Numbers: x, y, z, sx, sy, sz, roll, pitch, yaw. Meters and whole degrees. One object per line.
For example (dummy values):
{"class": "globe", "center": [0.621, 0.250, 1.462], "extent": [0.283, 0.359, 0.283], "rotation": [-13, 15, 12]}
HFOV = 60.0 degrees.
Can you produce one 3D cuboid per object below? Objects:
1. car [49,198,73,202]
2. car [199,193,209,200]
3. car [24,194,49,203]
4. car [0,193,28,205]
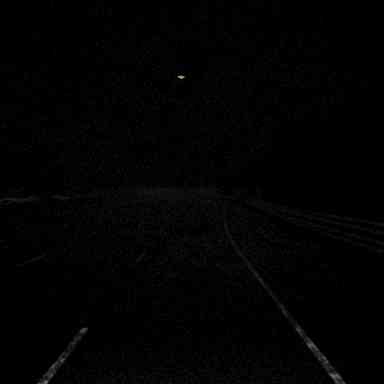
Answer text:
{"class": "car", "center": [-17.575, 1.524, 46.058], "extent": [1.812, 1.442, 4.674], "rotation": [0, 0, 0]}
{"class": "car", "center": [3.469, 1.613, 90.425], "extent": [1.895, 1.301, 4.718], "rotation": [0, 0, 0]}
{"class": "car", "center": [-21.072, 1.490, 46.954], "extent": [2.128, 1.511, 4.902], "rotation": [0, 0, 0]}
{"class": "car", "center": [-24.570, 1.219, 46.509], "extent": [2.150, 2.045, 5.566], "rotation": [0, 0, 0]}
